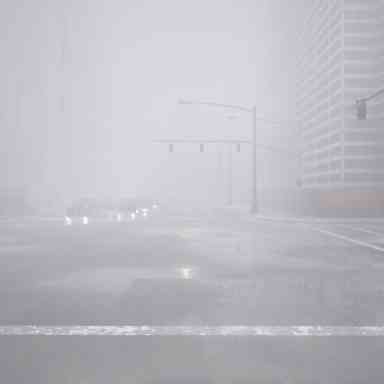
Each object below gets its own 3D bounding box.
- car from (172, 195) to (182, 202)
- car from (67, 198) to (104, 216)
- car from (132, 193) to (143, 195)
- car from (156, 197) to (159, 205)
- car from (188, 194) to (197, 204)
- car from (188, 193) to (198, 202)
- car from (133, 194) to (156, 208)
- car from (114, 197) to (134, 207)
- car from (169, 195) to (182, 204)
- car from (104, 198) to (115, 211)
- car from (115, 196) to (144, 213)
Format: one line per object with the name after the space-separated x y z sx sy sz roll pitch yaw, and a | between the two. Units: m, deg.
-3.352 1.354 74.372 2.128 1.511 4.902 0 0 0 | car
-10.572 1.352 32.716 2.097 1.767 4.553 0 0 1 | car
-10.432 1.477 62.040 1.882 1.535 5.008 0 0 0 | car
-6.963 1.601 58.505 1.895 1.301 4.718 0 0 0 | car
0.127 1.547 64.081 2.033 1.411 5.357 0 0 0 | car
0.148 1.184 74.335 2.097 1.767 4.553 0 0 0 | car
-7.001 1.491 48.181 2.128 1.511 4.902 0 0 0 | car
-10.492 1.547 51.759 2.033 1.411 5.357 0 0 0 | car
-3.373 1.491 64.088 2.128 1.511 4.902 0 0 0 | car
-10.514 1.477 41.848 1.882 1.535 5.008 0 0 0 | car
-7.024 1.505 37.830 1.837 1.490 4.892 0 0 0 | car
